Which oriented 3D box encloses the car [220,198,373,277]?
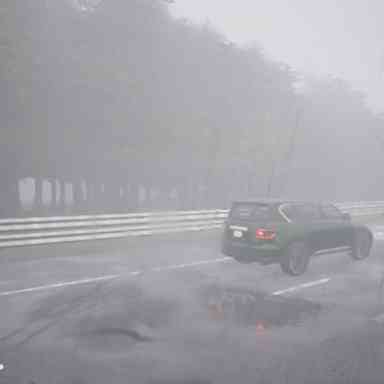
[{"bbox_3d":[3.413,1.201,10.483,5.566,2.045,2.150,0,0,-36],"label":"car"}]
